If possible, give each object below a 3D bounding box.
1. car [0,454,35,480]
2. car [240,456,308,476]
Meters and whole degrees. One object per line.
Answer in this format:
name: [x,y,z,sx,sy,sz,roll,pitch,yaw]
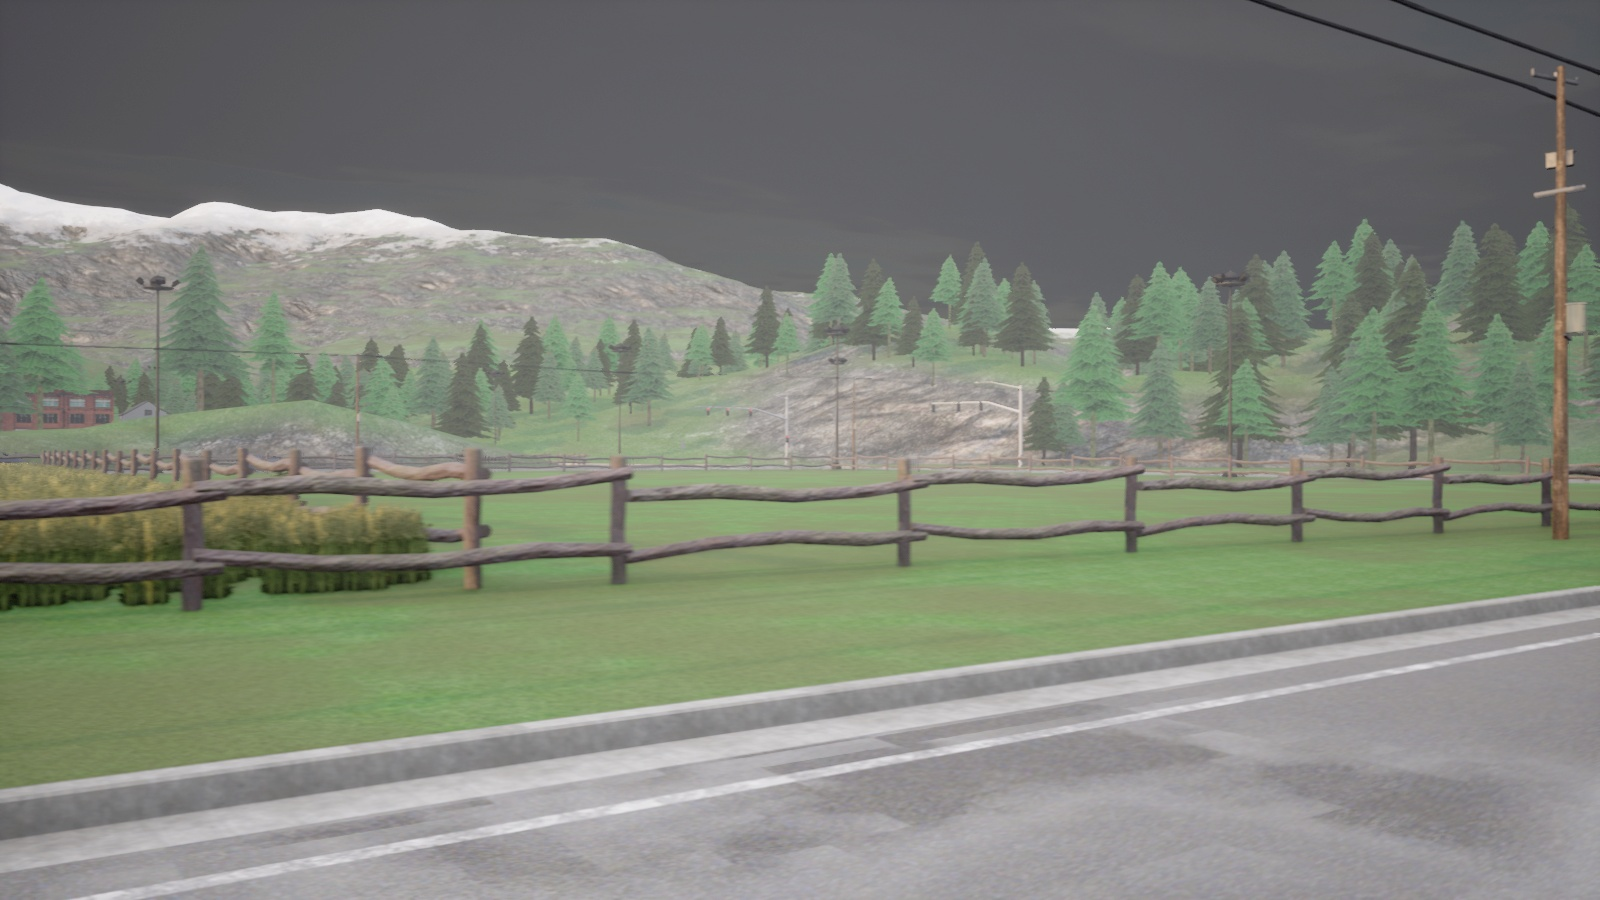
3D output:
car: [-48.033,1.010,75.225,3.705,1.549,1.789,0,0,-35]
car: [-38.043,1.119,90.803,4.181,1.385,1.994,0,0,-35]
